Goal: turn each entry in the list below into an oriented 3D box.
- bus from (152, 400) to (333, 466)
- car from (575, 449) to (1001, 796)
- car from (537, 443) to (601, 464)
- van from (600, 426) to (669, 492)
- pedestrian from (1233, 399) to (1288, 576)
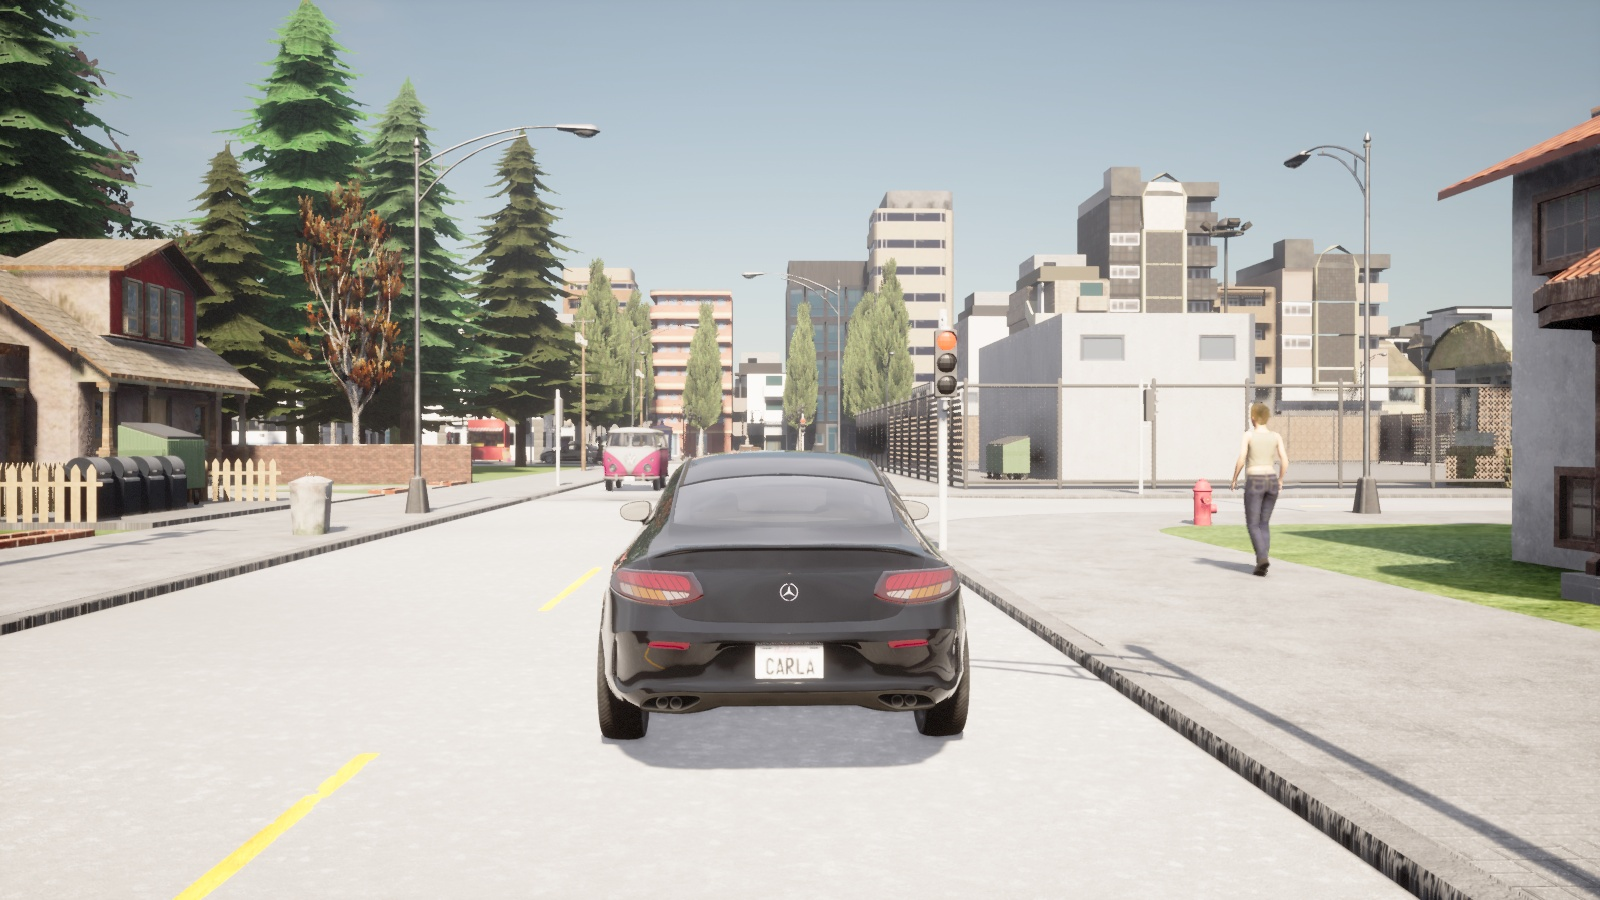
[{"bbox_3d":[-36.825,-1.130,83.327,10.273,4.253,3.944,0,0,-2],"label":"bus"},{"bbox_3d":[-0.142,0.729,7.674,1.812,1.442,4.674,0,0,-2],"label":"car"},{"bbox_3d":[-16.179,0.250,88.045,4.193,1.474,1.816,0,0,-2],"label":"car"},{"bbox_3d":[-5.217,0.269,40.057,1.775,1.987,4.442,0,0,-2],"label":"van"},{"bbox_3d":[4.885,0.385,13.344,0.345,1.836,0.594,0,0,-2],"label":"pedestrian"}]
